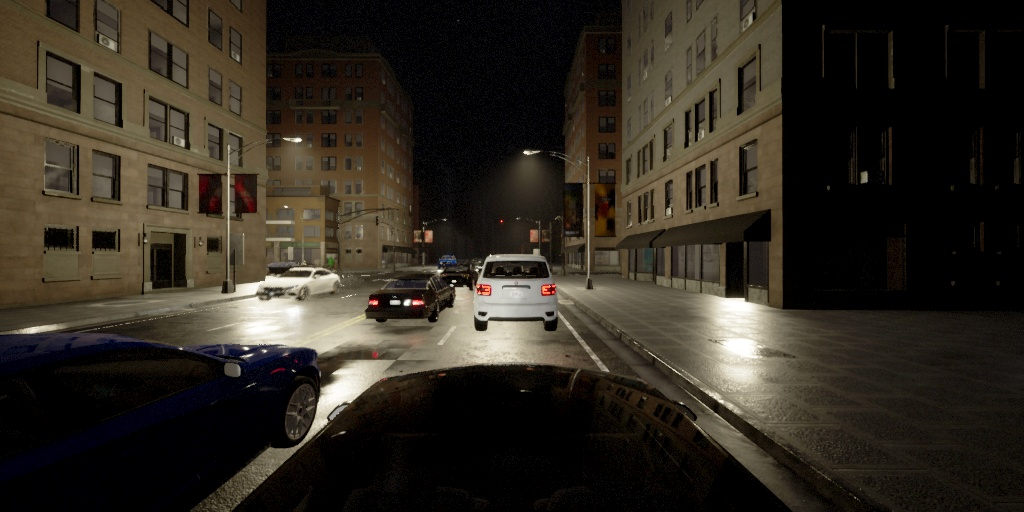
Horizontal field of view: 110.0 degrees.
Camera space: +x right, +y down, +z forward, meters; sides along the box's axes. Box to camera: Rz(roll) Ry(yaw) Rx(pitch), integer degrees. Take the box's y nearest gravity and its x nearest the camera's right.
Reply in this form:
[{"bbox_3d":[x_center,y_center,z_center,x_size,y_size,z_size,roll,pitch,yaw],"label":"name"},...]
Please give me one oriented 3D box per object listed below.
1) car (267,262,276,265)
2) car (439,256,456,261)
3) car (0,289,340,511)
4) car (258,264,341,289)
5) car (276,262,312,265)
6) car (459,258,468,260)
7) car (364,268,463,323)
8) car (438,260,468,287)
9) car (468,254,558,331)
[{"bbox_3d":[-25.416,1.169,34.109,4.097,1.591,1.967,0,0,0],"label":"car"},{"bbox_3d":[-9.837,0.964,54.889,2.150,2.045,5.566,0,0,0],"label":"car"},{"bbox_3d":[-3.152,1.228,2.196,1.882,1.535,5.008,0,0,0],"label":"car"},{"bbox_3d":[-9.851,1.275,17.036,1.812,1.442,4.674,0,0,0],"label":"car"},{"bbox_3d":[-23.141,1.288,36.638,5.357,1.411,2.033,0,0,0],"label":"car"},{"bbox_3d":[-6.590,1.248,54.115,1.837,1.490,4.892,0,0,0],"label":"car"},{"bbox_3d":[-3.153,1.297,12.159,2.033,1.411,5.357,0,0,0],"label":"car"},{"bbox_3d":[-3.150,1.227,22.012,1.882,1.535,5.008,0,0,0],"label":"car"},{"bbox_3d":[0.100,0.971,11.090,2.150,2.045,5.566,0,0,0],"label":"car"}]
